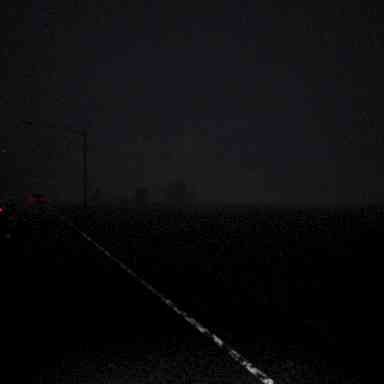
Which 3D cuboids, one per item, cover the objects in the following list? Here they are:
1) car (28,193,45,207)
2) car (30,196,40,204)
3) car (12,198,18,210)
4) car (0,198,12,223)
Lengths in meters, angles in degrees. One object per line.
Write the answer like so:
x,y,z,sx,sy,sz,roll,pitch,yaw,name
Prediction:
-23.855,1.228,51.209,2.150,2.045,5.566,0,0,-26,car
-31.595,1.535,66.964,1.812,1.442,4.674,0,0,-26,car
-23.935,1.528,43.348,1.837,1.490,4.892,0,0,-26,car
-15.265,1.370,25.452,2.097,1.767,4.553,0,0,-26,car
